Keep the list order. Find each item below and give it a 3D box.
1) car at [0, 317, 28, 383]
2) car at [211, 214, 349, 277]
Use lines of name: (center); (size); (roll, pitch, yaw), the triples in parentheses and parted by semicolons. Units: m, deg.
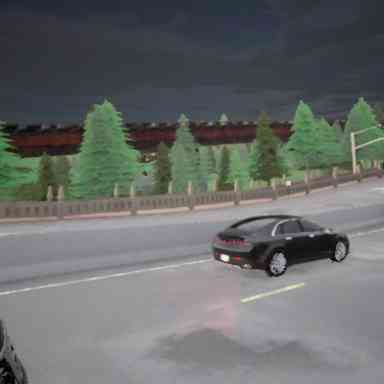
car: (-3.639, 1.241, 1.151); (5.566, 2.045, 2.150); (0, 0, -35)
car: (2.822, 1.438, 10.057); (4.892, 1.490, 1.837); (-1, 0, -35)
